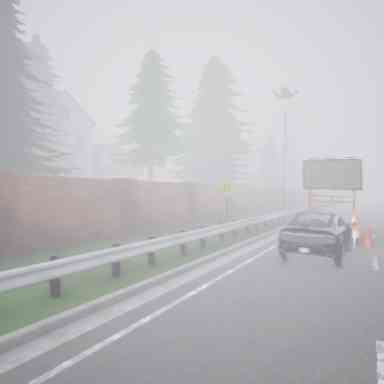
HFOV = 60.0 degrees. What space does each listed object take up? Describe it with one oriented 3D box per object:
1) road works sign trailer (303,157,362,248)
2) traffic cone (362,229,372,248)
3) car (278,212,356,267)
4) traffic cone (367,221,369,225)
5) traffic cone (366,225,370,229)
[{"bbox_3d":[6.216,0.268,14.780,2.380,3.560,2.880,1,7,28],"label":"road works sign trailer"},{"bbox_3d":[7.169,1.945,13.597,0.340,0.580,0.340,1,1,28],"label":"traffic cone"},{"bbox_3d":[4.414,1.437,11.495,2.128,1.511,4.902,1,0,31],"label":"car"},{"bbox_3d":[9.062,1.944,17.121,0.340,0.580,0.340,1,1,28],"label":"traffic cone"},{"bbox_3d":[8.115,1.944,15.359,0.340,0.580,0.340,1,1,28],"label":"traffic cone"}]
